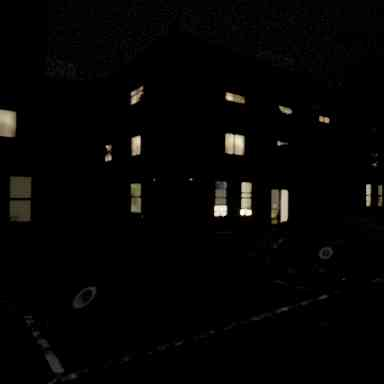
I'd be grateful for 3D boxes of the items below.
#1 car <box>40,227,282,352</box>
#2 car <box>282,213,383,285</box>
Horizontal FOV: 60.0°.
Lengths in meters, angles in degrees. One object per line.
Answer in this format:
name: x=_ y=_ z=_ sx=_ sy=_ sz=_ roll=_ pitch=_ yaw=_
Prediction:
car: x=-0.537 y=1.436 z=6.107 sx=4.097 sy=1.590 sz=1.967 roll=0 pitch=1 yaw=-35
car: x=4.101 y=1.429 z=9.399 sx=4.097 sy=1.590 sz=1.967 roll=0 pitch=1 yaw=-35
